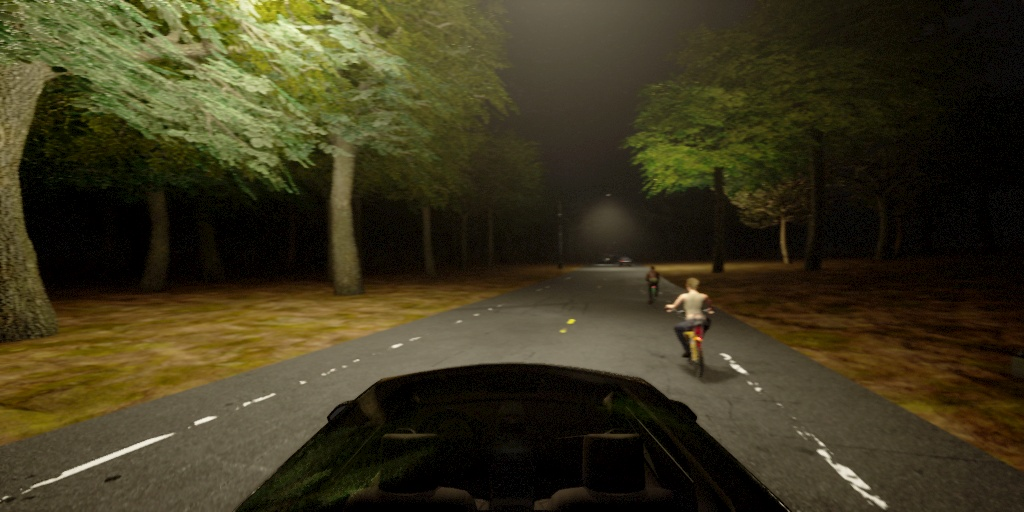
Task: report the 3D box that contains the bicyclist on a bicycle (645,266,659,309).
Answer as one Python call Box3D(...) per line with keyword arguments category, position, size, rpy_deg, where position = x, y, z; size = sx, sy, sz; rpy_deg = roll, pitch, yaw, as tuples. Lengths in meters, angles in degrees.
Box3D(category="bicyclist on a bicycle", position=(5.600, 1.226, 14.209), size=(0.582, 1.620, 1.656), rpy_deg=(-1, -1, 17))

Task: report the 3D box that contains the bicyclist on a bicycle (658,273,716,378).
Box3D(category="bicyclist on a bicycle", position=(3.187, 1.185, 6.344), size=(0.866, 1.612, 1.509), rpy_deg=(-1, -1, 17))

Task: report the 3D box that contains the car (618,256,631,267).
Box3D(category="car", position=(18.628, 1.009, 59.093), size=(2.128, 1.511, 4.902), rpy_deg=(-1, 1, 17))
